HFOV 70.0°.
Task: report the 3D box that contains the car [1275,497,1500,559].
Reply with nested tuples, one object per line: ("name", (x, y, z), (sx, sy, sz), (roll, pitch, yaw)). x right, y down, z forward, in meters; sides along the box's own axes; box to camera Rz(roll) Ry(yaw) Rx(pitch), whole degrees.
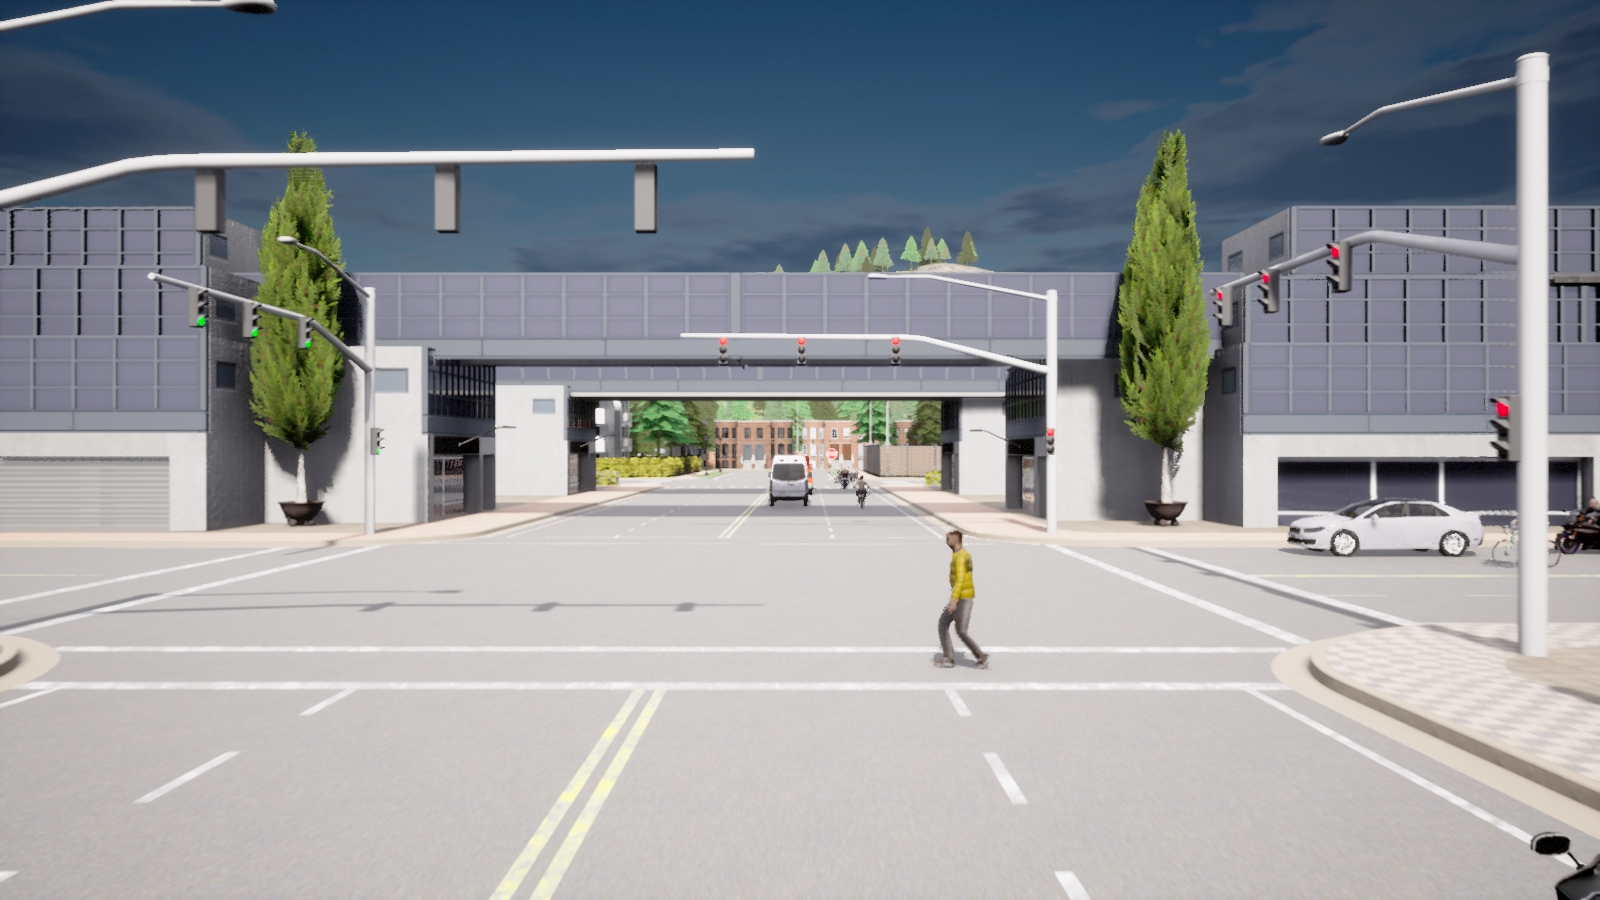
("car", (15.696, 2.064, 30.747), (4.892, 1.480, 2.231), (0, 0, 0))

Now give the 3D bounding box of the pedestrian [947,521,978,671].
("pedestrian", (2.067, 1.849, 14.572), (0.375, 1.860, 0.375), (0, 0, 6))

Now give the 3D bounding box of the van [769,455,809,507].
("van", (-0.537, 1.537, 59.574), (1.988, 2.561, 5.915), (0, 0, 0))

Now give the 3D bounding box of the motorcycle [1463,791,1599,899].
("motorcycle", (3.500, 2.205, 4.184), (0.867, 1.251, 2.209), (0, 0, 0))

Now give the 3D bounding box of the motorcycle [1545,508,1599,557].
("motorcycle", (21.421, 2.207, 30.739), (2.209, 1.251, 0.867), (0, 0, 0))

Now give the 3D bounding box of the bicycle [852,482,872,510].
("bicycle", (2.942, 2.161, 54.489), (0.859, 1.276, 1.487), (0, 0, 0))
